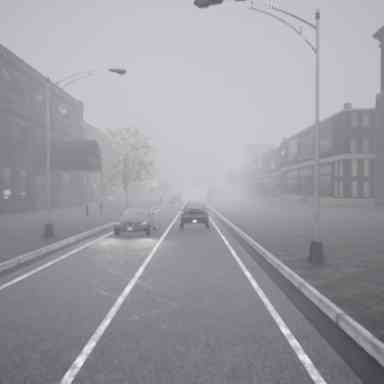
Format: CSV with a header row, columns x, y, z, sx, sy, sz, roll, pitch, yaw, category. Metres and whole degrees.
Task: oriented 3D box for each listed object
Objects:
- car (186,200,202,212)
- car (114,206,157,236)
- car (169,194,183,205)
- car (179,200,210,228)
x,y,z,sx,sy,sz,roll,pitch,yaw,category
0.237,1.711,41.997,1.895,1.301,4.718,0,0,0,car
-3.029,1.545,18.591,1.812,1.442,4.674,0,0,0,car
-2.835,1.327,60.217,2.150,2.045,5.566,0,0,1,car
0.174,1.536,22.699,1.837,1.490,4.892,0,0,0,car
